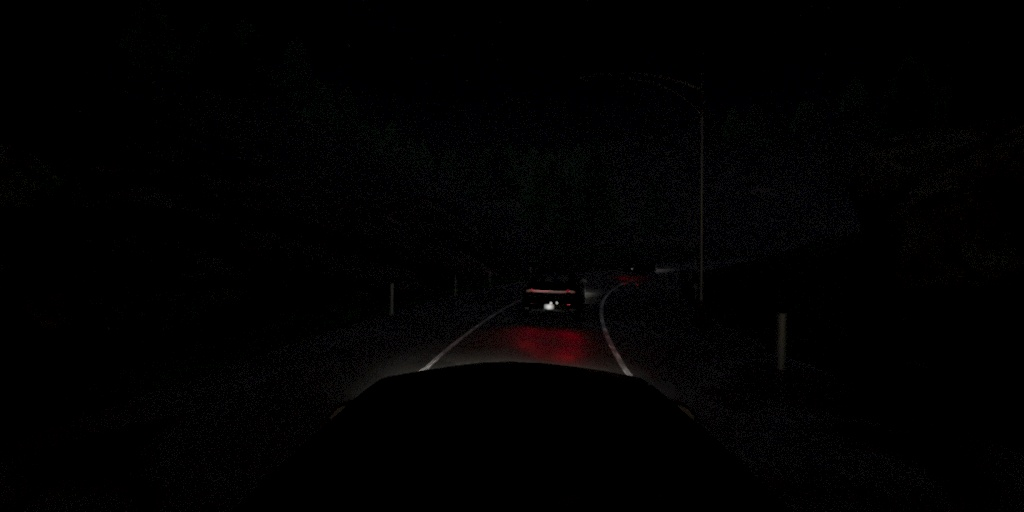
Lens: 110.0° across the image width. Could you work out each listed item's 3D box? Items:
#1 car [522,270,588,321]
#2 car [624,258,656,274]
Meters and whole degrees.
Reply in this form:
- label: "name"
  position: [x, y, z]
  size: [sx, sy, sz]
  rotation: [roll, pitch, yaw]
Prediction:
- label: "car"
  position: [1.585, 1.222, 12.610]
  size: [2.128, 1.511, 4.902]
  rotation: [0, 0, 12]
- label: "car"
  position: [12.255, 0.900, 34.193]
  size: [2.128, 1.511, 4.902]
  rotation: [0, 1, 37]
